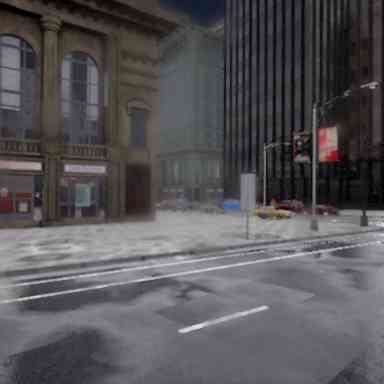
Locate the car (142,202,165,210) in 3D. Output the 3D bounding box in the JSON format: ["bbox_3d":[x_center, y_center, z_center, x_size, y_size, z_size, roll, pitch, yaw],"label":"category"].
[{"bbox_3d":[-7.201,2.557,61.985,2.033,1.411,5.357,0,-1,-35],"label":"car"}]

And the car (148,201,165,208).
[{"bbox_3d":[-7.831,2.745,72.807,1.802,1.307,4.206,-1,0,-35],"label":"car"}]

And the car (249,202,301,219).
[{"bbox_3d":[8.580,2.098,34.980,1.752,1.417,4.829,-1,0,-35],"label":"car"}]

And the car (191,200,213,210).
[{"bbox_3d":[0.719,2.391,56.026,2.128,1.511,4.902,0,-1,-35],"label":"car"}]

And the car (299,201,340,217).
[{"bbox_3d":[15.441,2.163,40.047,1.887,1.381,4.507,-1,0,-35],"label":"car"}]

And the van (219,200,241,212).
[{"bbox_3d":[6.614,2.169,52.501,1.690,1.788,3.998,-1,0,-35],"label":"van"}]

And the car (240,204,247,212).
[{"bbox_3d":[9.559,2.340,48.348,1.802,1.307,4.206,-1,0,-35],"label":"car"}]

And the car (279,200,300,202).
[{"bbox_3d":[12.497,2.003,44.199,2.192,1.841,5.009,-1,0,-35],"label":"car"}]

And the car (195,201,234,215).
[{"bbox_3d":[2.824,2.259,43.085,2.008,1.369,4.403,-1,0,-35],"label":"car"}]

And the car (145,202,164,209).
[{"bbox_3d":[-7.736,2.695,67.919,1.895,1.301,4.718,0,-1,-35],"label":"car"}]

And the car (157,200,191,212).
[{"bbox_3d":[-2.838,2.157,51.053,2.192,1.841,5.009,-1,0,-35],"label":"car"}]

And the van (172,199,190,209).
[{"bbox_3d":[-2.209,2.375,64.953,1.690,1.788,3.998,-1,0,-35],"label":"van"}]
